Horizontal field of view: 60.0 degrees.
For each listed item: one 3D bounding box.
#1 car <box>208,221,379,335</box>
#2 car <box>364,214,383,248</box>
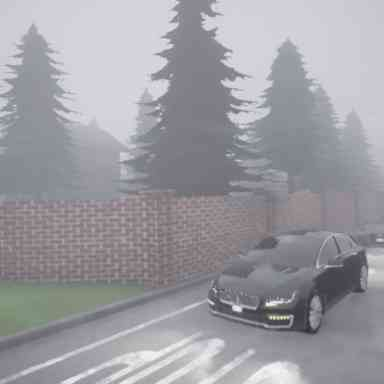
[{"bbox_3d":[2.317,1.597,7.139,1.837,1.490,4.892,-2,-1,41],"label":"car"},{"bbox_3d":[8.413,1.614,14.018,1.994,1.385,4.181,-2,-1,42],"label":"car"}]
